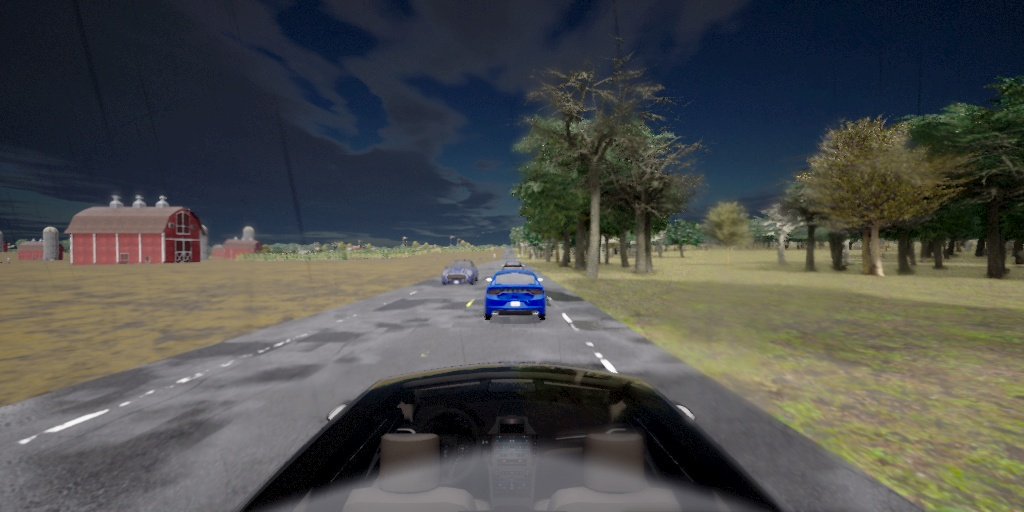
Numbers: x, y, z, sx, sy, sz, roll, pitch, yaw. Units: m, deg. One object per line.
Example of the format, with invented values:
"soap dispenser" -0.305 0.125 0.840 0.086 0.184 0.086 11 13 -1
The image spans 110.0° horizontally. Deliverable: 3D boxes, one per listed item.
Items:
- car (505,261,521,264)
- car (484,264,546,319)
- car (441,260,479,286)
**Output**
"car" 0.100 1.154 31.486 2.128 1.511 4.902 0 0 0
"car" 0.100 1.210 12.702 1.882 1.535 5.008 0 0 0
"car" -3.501 1.044 24.859 2.097 1.767 4.553 0 0 0
